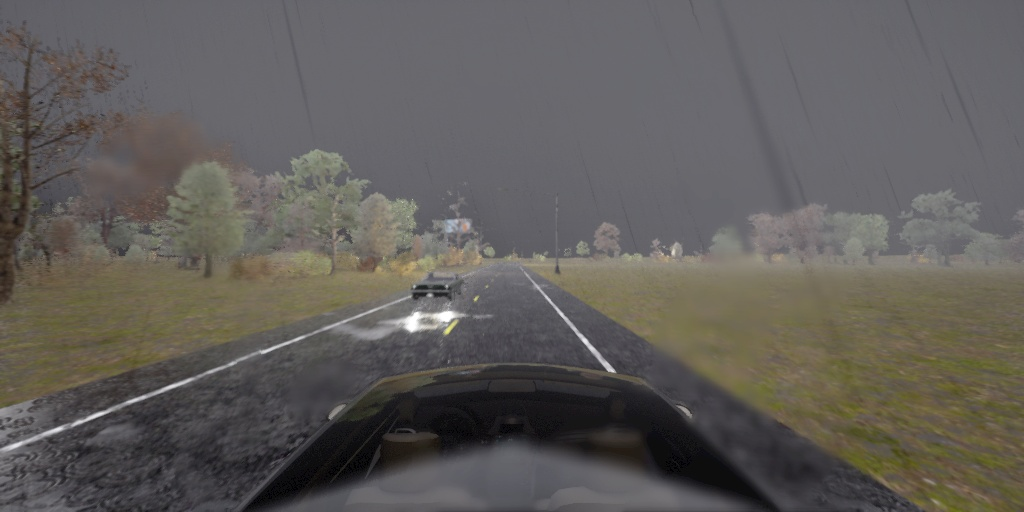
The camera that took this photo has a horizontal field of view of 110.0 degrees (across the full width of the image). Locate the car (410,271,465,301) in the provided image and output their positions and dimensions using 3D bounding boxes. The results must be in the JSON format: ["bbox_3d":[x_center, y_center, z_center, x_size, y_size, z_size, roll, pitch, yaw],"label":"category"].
[{"bbox_3d":[-3.591,1.442,17.966,1.895,1.301,4.718,0,0,0],"label":"car"}]
